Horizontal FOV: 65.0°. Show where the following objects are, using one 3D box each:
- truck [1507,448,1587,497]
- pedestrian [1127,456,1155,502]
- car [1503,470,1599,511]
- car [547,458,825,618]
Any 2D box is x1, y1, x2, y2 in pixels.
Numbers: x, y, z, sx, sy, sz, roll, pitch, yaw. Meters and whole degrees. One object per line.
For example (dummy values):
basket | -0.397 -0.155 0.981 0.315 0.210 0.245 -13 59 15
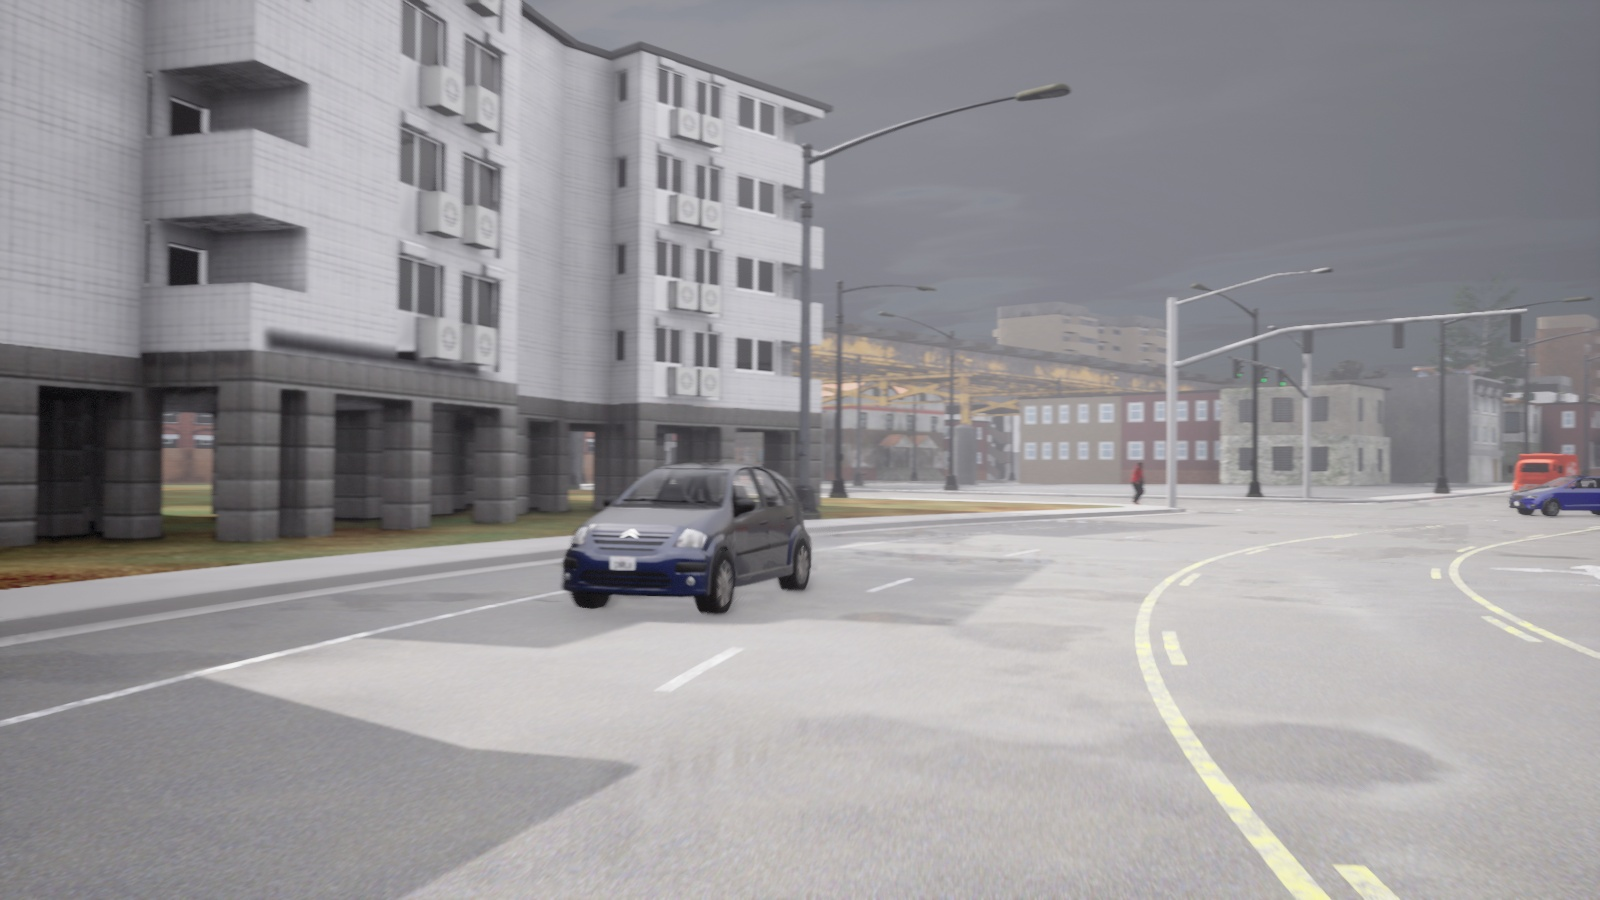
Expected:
truck | 39.540 1.131 66.412 2.627 2.467 5.204 -1 0 42
pedestrian | 13.866 1.187 51.039 0.899 1.844 0.634 -1 -1 40
car | 28.201 1.450 45.687 4.193 1.474 1.816 0 -1 -1
car | -1.167 0.918 14.850 1.851 1.617 3.988 0 -1 18
